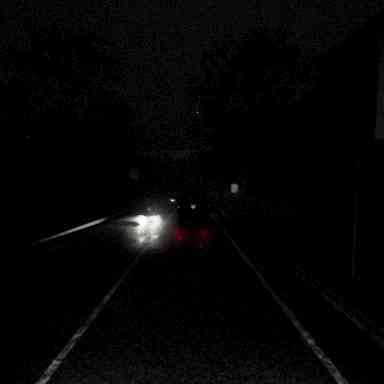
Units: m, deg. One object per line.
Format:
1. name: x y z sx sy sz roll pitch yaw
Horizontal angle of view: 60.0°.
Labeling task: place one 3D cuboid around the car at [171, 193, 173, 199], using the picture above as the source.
1. car: -3.211 0.657 70.823 2.097 1.767 4.553 0 1 3

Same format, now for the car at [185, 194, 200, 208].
1. car: 0.075 1.066 42.024 1.801 1.575 5.366 0 0 0

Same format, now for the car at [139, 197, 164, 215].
1. car: -3.613 1.208 30.529 2.128 1.511 4.902 0 1 0

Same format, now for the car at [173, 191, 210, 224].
1. car: 0.088 1.004 23.018 2.150 2.045 5.566 0 0 0
